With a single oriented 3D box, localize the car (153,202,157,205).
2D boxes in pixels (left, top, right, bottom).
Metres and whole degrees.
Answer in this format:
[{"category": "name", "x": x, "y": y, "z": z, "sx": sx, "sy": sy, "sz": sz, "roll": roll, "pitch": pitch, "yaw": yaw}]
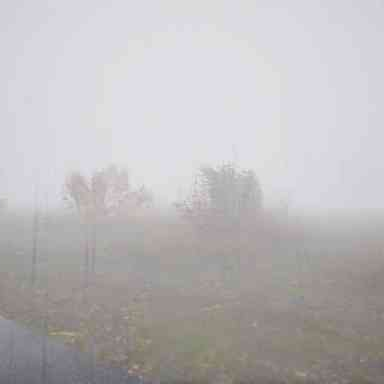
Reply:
[{"category": "car", "x": -8.378, "y": 1.995, "z": 67.214, "sx": 2.033, "sy": 1.411, "sz": 5.357, "roll": -1, "pitch": -1, "yaw": 36}]
